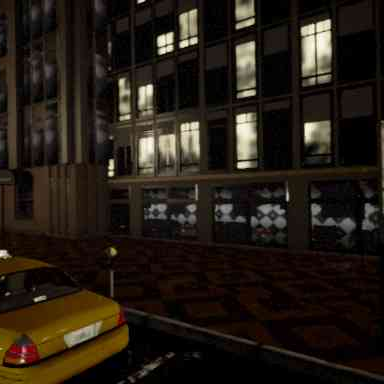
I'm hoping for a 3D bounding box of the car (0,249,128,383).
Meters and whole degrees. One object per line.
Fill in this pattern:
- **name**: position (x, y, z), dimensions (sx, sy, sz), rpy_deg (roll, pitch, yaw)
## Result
- **car**: position (-3.100, 1.551, 4.976), dimensions (4.829, 1.417, 1.752), rpy_deg (0, 0, 35)
